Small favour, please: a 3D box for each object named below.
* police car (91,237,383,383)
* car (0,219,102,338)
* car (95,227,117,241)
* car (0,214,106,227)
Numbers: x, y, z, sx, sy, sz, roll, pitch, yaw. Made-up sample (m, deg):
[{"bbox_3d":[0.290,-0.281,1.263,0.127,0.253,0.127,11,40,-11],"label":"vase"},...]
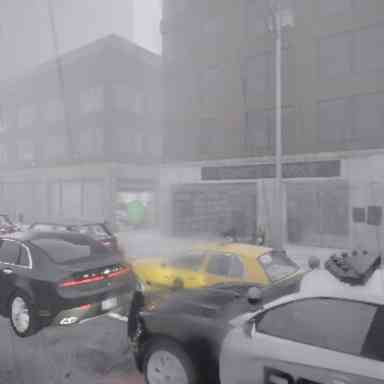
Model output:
[{"bbox_3d":[1.495,1.445,3.283,5.238,1.638,1.930,0,0,36],"label":"police car"},{"bbox_3d":[-3.283,1.535,6.728,4.892,1.490,1.837,0,0,36],"label":"car"},{"bbox_3d":[0.428,1.559,6.466,4.829,1.417,1.752,0,0,36],"label":"car"},{"bbox_3d":[-3.913,1.484,9.599,4.097,1.590,1.967,0,0,36],"label":"car"}]
